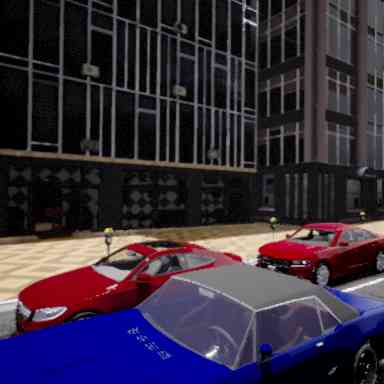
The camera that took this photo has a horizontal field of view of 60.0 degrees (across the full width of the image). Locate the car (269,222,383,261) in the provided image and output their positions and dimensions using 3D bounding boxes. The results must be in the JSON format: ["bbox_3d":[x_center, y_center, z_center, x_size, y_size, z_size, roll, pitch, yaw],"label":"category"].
[{"bbox_3d":[3.729,1.562,9.203,4.507,1.381,1.887,0,1,-35],"label":"car"}]

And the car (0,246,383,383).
[{"bbox_3d":[0.259,1.606,3.552,4.718,1.301,1.895,0,0,-35],"label":"car"}]

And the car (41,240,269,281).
[{"bbox_3d":[-0.787,1.588,5.984,4.206,1.307,1.802,0,1,-35],"label":"car"}]
